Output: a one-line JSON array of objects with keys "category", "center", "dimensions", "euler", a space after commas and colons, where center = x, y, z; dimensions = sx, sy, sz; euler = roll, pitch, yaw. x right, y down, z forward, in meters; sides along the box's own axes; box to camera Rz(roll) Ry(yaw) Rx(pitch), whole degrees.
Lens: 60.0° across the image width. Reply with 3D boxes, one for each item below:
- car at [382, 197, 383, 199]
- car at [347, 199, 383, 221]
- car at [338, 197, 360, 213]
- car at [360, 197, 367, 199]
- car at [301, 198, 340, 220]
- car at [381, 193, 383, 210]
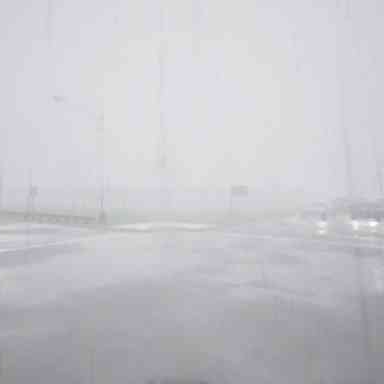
[{"category": "car", "center": [20.594, 1.503, 35.754], "dimensions": [1.837, 1.490, 4.892], "euler": [0, 0, 36]}, {"category": "car", "center": [14.447, 1.562, 27.335], "dimensions": [1.994, 1.385, 4.181], "euler": [0, 0, 36]}, {"category": "car", "center": [16.151, 1.350, 35.602], "dimensions": [2.097, 1.767, 4.553], "euler": [0, 0, 36]}, {"category": "car", "center": [22.257, 1.475, 43.968], "dimensions": [1.882, 1.535, 5.008], "euler": [0, 0, 37]}, {"category": "car", "center": [10.830, 1.525, 28.332], "dimensions": [1.812, 1.442, 4.674], "euler": [0, 0, 37]}, {"category": "car", "center": [26.728, 1.216, 44.136], "dimensions": [2.150, 2.045, 5.566], "euler": [0, 0, 37]}]
